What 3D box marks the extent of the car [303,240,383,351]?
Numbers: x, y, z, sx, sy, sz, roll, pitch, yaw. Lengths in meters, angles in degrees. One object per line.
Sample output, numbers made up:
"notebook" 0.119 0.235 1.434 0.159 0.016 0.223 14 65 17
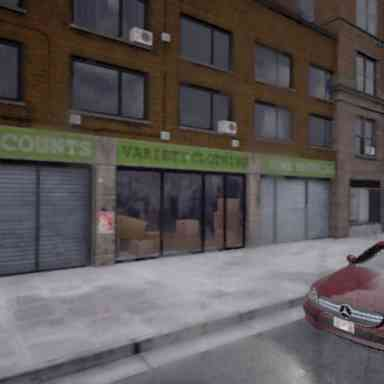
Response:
"car" 3.992 1.599 5.933 4.674 1.442 1.812 1 0 -35
